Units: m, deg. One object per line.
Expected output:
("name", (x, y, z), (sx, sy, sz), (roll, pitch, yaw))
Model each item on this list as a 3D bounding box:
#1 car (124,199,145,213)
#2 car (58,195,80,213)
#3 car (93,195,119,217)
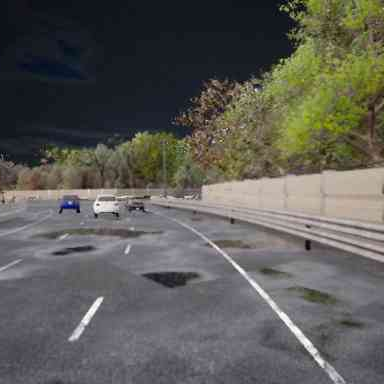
("car", (-6.620, 1.550, 37.987), (1.837, 1.490, 4.892), (0, 0, -19))
("car", (-14.384, 1.353, 39.023), (2.150, 2.045, 5.566), (0, 0, -22))
("car", (-8.352, 1.291, 32.226), (2.150, 2.045, 5.566), (0, 0, -17))
